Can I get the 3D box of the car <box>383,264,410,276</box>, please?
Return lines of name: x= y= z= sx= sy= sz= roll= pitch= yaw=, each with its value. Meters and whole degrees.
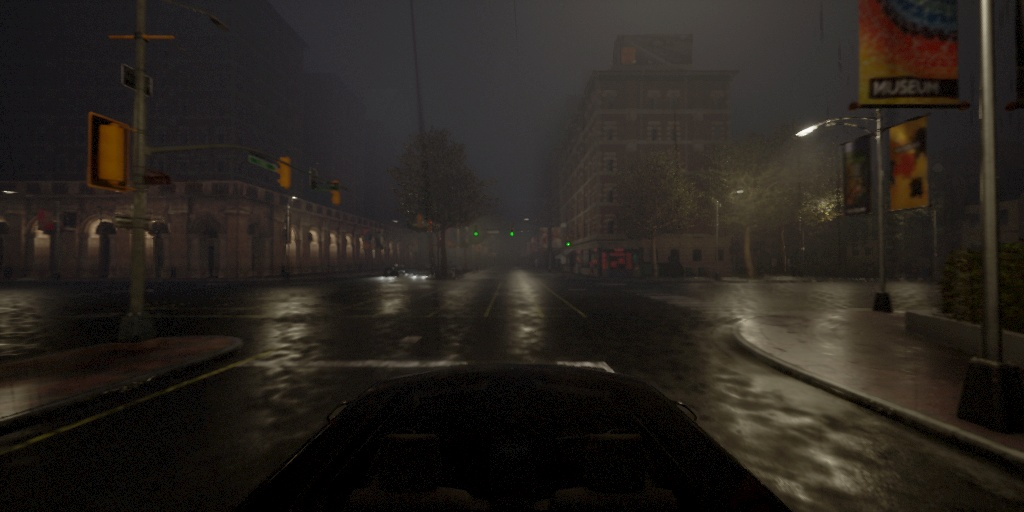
car: x=-15.096 y=1.827 z=46.486 sx=2.128 sy=1.511 sz=4.902 roll=0 pitch=-1 yaw=0

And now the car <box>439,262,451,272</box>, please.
car: x=-11.541 y=2.015 z=56.514 sx=2.033 sy=1.411 sz=5.357 roll=0 pitch=-1 yaw=0

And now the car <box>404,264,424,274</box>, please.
car: x=-15.046 y=2.017 z=55.368 sx=1.994 sy=1.385 sz=4.181 roll=0 pitch=-1 yaw=1

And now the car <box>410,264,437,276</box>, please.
car: x=-11.595 y=1.911 z=47.272 sx=1.994 sy=1.385 sz=4.181 roll=0 pitch=-1 yaw=0
